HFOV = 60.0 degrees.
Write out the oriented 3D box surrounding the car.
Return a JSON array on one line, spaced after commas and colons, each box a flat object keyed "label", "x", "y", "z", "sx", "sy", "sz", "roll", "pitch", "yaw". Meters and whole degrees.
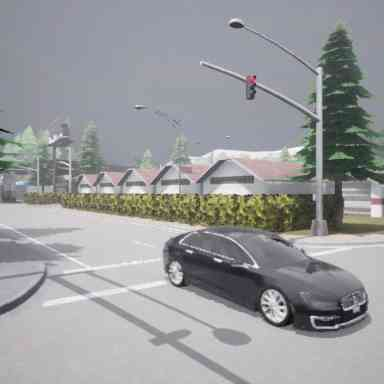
[{"label": "car", "x": 1.173, "y": 1.580, "z": 7.270, "sx": 1.837, "sy": 1.490, "sz": 4.892, "roll": 0, "pitch": 1, "yaw": -38}]
